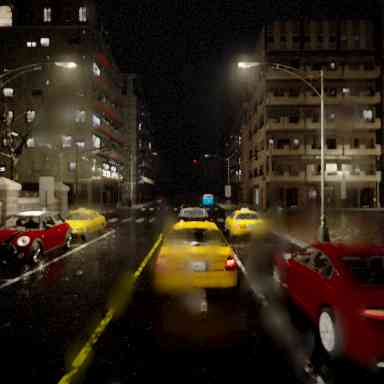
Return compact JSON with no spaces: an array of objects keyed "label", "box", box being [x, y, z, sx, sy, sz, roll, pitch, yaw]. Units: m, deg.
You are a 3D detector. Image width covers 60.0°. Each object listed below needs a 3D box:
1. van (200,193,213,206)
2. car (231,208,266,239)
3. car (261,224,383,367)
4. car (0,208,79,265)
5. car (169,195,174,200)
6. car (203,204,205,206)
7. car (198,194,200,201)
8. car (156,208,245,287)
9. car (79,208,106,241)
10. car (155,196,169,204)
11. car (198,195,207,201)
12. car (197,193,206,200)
[{"label":"van","box":[2.652,1.320,55.084,1.690,1.788,3.998,1,0,0]},{"label":"car","box":[2.683,1.527,17.261,1.752,1.417,4.829,1,0,0]},{"label":"car","box":[2.693,1.546,5.858,1.887,1.381,4.507,1,0,0]},{"label":"car","box":[-5.691,1.442,11.486,1.967,1.590,4.097,1,0,0]},{"label":"car","box":[-5.761,1.515,89.160,1.802,1.307,4.206,1,0,0]},{"label":"car","box":[0.090,1.602,19.718,1.895,1.301,4.718,0,0,0]},{"label":"car","box":[2.644,1.518,60.756,1.887,1.381,4.507,1,0,0]},{"label":"car","box":[0.092,1.458,9.229,1.801,1.575,5.366,0,0,0]},{"label":"car","box":[-5.697,1.527,16.931,1.752,1.417,4.829,1,0,0]},{"label":"car","box":[-5.736,1.555,60.805,1.802,1.307,4.206,1,0,0]},{"label":"car","box":[2.625,1.493,83.438,2.008,1.369,4.403,1,0,0]},{"label":"car","box":[2.623,1.248,89.110,2.192,1.841,5.009,1,0,0]}]
